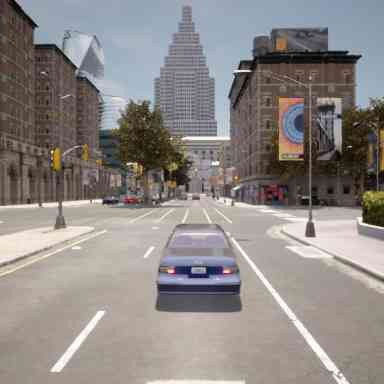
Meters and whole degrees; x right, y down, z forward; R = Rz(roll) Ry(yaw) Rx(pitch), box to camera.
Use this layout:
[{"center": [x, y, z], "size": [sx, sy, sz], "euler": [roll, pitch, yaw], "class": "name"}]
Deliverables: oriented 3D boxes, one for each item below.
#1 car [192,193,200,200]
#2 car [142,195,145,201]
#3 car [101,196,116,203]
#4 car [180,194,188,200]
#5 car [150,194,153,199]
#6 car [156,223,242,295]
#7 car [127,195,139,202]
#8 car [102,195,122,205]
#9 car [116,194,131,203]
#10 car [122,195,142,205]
[{"center": [1.118, 1.350, 89.961], "size": [2.097, 1.767, 4.553], "euler": [0, 0, 1], "class": "car"}, {"center": [-10.640, 1.500, 69.600], "size": [1.837, 1.490, 4.892], "euler": [0, 0, 1], "class": "car"}, {"center": [-17.387, 1.595, 69.776], "size": [1.895, 1.301, 4.718], "euler": [0, 0, 1], "class": "car"}, {"center": [-2.386, 1.540, 89.603], "size": [2.033, 1.411, 5.357], "euler": [0, 0, 1], "class": "car"}, {"center": [-10.514, 1.355, 79.588], "size": [2.097, 1.767, 4.553], "euler": [0, 0, 1], "class": "car"}, {"center": [0.171, 1.547, 8.882], "size": [2.033, 1.411, 5.357], "euler": [0, 0, 1], "class": "car"}, {"center": [-14.023, 1.478, 78.828], "size": [1.882, 1.535, 5.008], "euler": [0, 0, 1], "class": "car"}, {"center": [-14.351, 1.601, 58.622], "size": [1.895, 1.301, 4.718], "euler": [0, 0, 1], "class": "car"}, {"center": [-14.151, 1.355, 68.729], "size": [2.097, 1.767, 4.553], "euler": [0, 0, 1], "class": "car"}, {"center": [-10.832, 1.478, 59.804], "size": [1.882, 1.535, 5.008], "euler": [0, 0, 1], "class": "car"}]
